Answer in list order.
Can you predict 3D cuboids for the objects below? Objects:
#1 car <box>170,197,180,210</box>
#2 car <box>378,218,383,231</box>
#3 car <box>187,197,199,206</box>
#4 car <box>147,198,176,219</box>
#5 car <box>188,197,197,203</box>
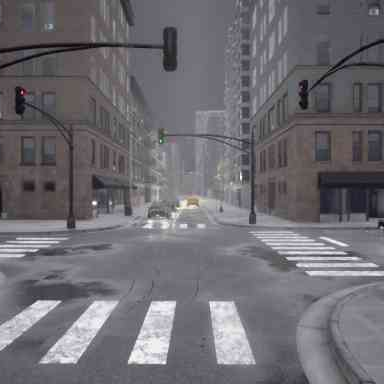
[{"bbox_3d":[-2.808,1.532,39.836,1.837,1.490,4.892,0,0,0],"label":"car"},{"bbox_3d":[12.384,1.568,17.896,4.313,1.339,1.947,0,0,0],"label":"car"},{"bbox_3d":[0.157,1.534,56.289,1.882,1.535,5.008,0,-1,0],"label":"car"},{"bbox_3d":[-2.822,1.563,30.007,2.033,1.411,5.357,0,0,0],"label":"car"},{"bbox_3d":[0.170,1.687,70.048,1.895,1.301,4.718,0,0,0],"label":"car"}]
